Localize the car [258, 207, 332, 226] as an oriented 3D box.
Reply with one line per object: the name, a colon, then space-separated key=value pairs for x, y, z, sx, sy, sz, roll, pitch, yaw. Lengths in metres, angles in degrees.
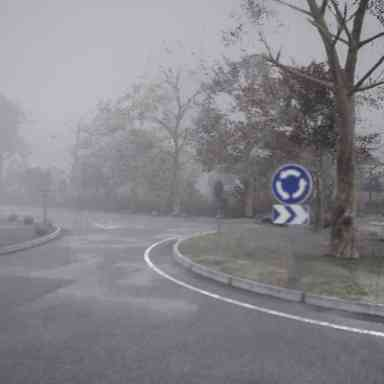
car: x=7.498 y=1.685 z=23.631 sx=5.357 sy=1.411 sz=2.033 roll=1 pitch=0 yaw=3
